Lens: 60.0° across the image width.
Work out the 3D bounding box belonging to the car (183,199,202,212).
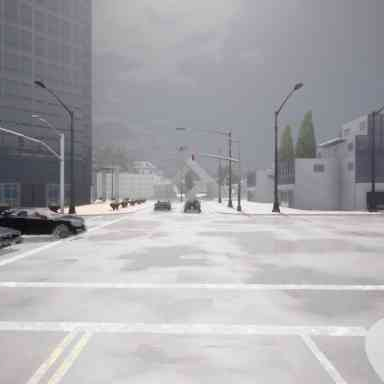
[{"bbox_3d":[0.050,1.525,38.979,1.812,1.442,4.674,0,0,0],"label":"car"}]

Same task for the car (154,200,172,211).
[{"bbox_3d":[-3.615,1.601,41.563,1.895,1.301,4.718,0,0,0],"label":"car"}]

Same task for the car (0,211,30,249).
[{"bbox_3d":[-9.409,1.593,12.612,5.357,1.411,2.033,0,0,1],"label":"car"}]

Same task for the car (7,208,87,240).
[{"bbox_3d":[-7.774,1.534,16.483,4.902,1.511,2.128,0,0,-7],"label":"car"}]
